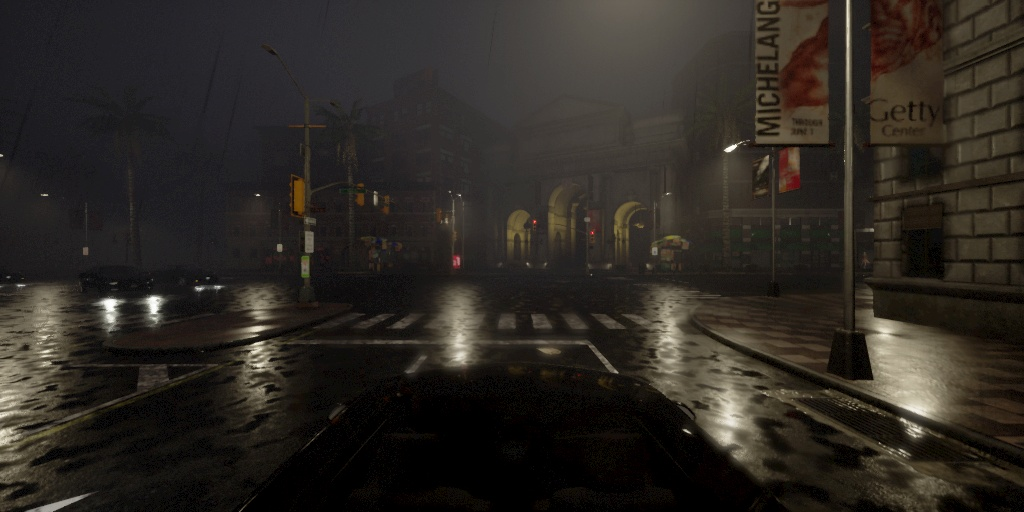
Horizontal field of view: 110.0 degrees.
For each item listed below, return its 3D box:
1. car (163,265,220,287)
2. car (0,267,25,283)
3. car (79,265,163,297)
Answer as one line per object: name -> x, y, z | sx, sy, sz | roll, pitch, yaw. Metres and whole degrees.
car -> -22.476, 1.314, 24.543 | 4.181, 1.385, 1.994 | 0, 0, 10
car -> -37.296, 1.314, 25.192 | 4.181, 1.385, 1.994 | 0, 0, 1
car -> -20.940, 1.228, 18.998 | 5.008, 1.535, 1.882 | 0, -1, 29
